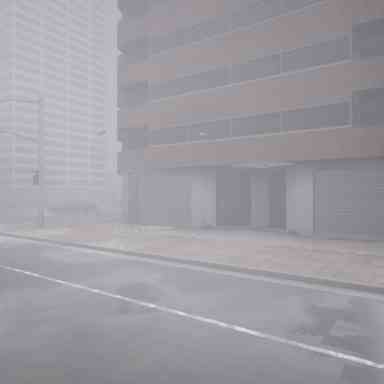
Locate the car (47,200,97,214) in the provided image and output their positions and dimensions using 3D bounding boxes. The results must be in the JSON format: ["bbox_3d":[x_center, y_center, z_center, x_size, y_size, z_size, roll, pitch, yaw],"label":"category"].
[{"bbox_3d":[-13.034,1.547,36.532,2.033,1.411,5.357,0,0,35],"label":"car"}]

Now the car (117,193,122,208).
[{"bbox_3d":[-7.338,1.352,44.654,2.097,1.767,4.553,0,0,35],"label":"car"}]
